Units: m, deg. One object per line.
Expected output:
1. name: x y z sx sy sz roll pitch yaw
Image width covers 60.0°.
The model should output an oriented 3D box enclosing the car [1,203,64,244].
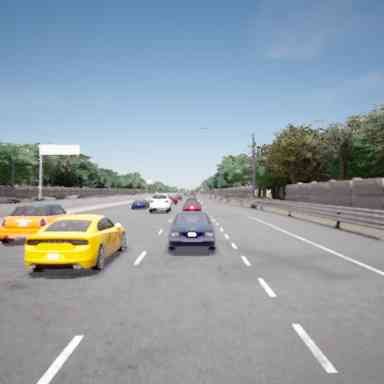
1. car: -7.000 1.341 15.914 2.097 1.767 4.553 0 0 0

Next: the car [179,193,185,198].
1. car: -3.494 1.452 88.230 1.882 1.535 5.008 0 0 0

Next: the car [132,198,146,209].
1. car: -6.998 1.541 45.698 1.994 1.385 4.181 0 0 0

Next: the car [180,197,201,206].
1. car: 0.001 1.544 35.454 1.994 1.385 4.181 0 0 0

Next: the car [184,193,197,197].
1. car: 0.004 1.465 64.356 2.128 1.511 4.902 0 0 0

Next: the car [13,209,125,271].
1. car: -3.501 1.470 10.860 1.882 1.535 5.008 0 0 0

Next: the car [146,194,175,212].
1. car: -3.497 1.201 38.097 2.150 2.045 5.566 0 0 0

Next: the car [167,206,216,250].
1. car: 0.000 1.538 14.214 2.033 1.411 5.357 0 0 0

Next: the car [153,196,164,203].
1. car: -6.995 1.498 69.477 1.812 1.442 4.674 0 0 0

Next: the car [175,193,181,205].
1. car: -3.496 1.452 60.137 1.882 1.535 5.008 0 0 0

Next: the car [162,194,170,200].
1. car: -6.993 1.453 90.808 1.882 1.535 5.008 0 0 0
